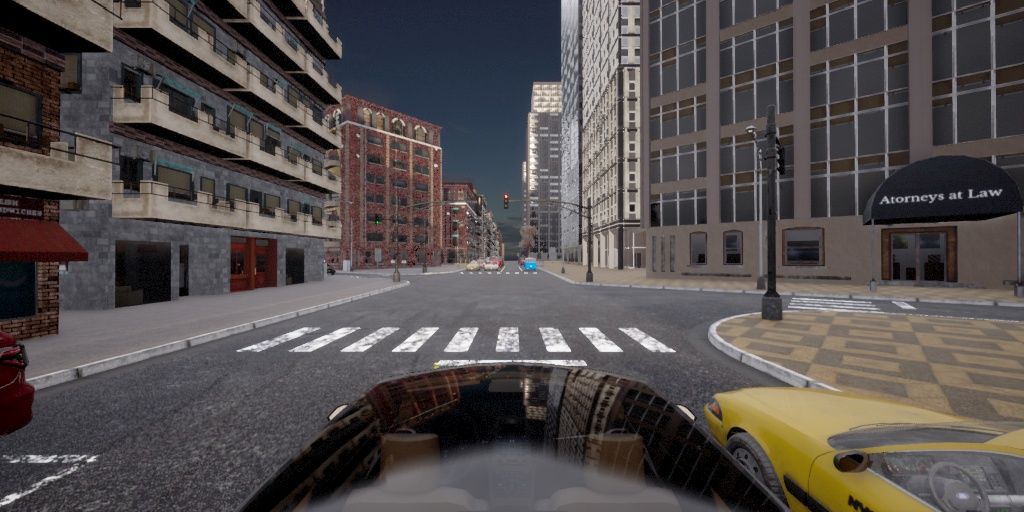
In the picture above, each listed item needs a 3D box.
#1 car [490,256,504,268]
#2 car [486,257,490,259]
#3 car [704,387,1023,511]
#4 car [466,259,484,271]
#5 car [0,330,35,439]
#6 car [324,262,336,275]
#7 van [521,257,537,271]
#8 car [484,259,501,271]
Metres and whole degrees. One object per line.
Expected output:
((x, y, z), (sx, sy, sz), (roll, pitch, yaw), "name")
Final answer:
((-2.855, 1.045, 61.857), (2.150, 2.045, 5.566), (0, 0, 0), "car")
((-5.340, 1.260, 61.212), (1.967, 1.591, 4.097), (0, 0, 0), "car")
((2.566, 1.275, 1.287), (1.751, 1.417, 4.829), (0, 0, 0), "car")
((-5.335, 1.321, 49.937), (1.751, 1.417, 4.829), (0, 0, 0), "car")
((-5.314, 1.065, 1.107), (2.192, 1.841, 5.009), (0, 0, 0), "car")
((-22.368, 1.456, 41.805), (4.892, 1.490, 1.837), (-1, -1, 41), "car")
((2.545, 1.136, 50.110), (1.690, 1.789, 3.998), (0, 0, 0), "van")
((-2.869, 1.397, 50.221), (1.895, 1.301, 4.718), (0, 0, -2), "car")
